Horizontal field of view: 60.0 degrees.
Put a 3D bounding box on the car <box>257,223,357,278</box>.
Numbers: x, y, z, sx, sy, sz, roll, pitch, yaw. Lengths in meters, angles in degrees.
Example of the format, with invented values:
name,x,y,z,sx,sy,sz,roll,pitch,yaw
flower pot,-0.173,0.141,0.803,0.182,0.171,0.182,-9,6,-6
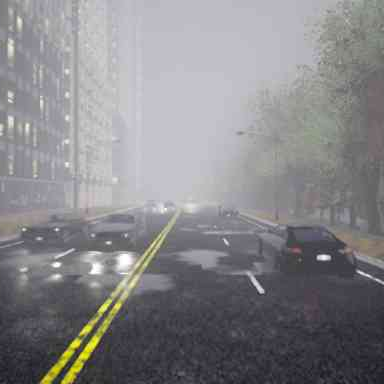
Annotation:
name,x,y,z,sx,sy,sz,roll,pitch,yaw
car,3.346,1.653,10.444,1.994,1.385,4.181,0,0,0

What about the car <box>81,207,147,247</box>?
name,x,y,z,sx,sy,sz,roll,pitch,yaw
car,-3.348,1.681,16.048,2.033,1.411,5.357,0,0,0

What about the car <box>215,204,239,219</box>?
name,x,y,z,sx,sy,sz,roll,pitch,yaw
car,3.314,1.864,32.511,1.895,1.301,4.718,0,0,0

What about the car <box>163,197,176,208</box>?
name,x,y,z,sx,sy,sz,roll,pitch,yaw
car,-3.857,2.016,57.344,1.994,1.385,4.181,0,0,-1

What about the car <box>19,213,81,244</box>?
name,x,y,z,sx,sy,sz,roll,pitch,yaw
car,-6.599,1.739,16.627,1.895,1.301,4.718,0,0,0

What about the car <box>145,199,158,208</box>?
name,x,y,z,sx,sy,sz,roll,pitch,yaw
car,-7.122,1.983,57.809,1.812,1.442,4.674,0,0,-1
